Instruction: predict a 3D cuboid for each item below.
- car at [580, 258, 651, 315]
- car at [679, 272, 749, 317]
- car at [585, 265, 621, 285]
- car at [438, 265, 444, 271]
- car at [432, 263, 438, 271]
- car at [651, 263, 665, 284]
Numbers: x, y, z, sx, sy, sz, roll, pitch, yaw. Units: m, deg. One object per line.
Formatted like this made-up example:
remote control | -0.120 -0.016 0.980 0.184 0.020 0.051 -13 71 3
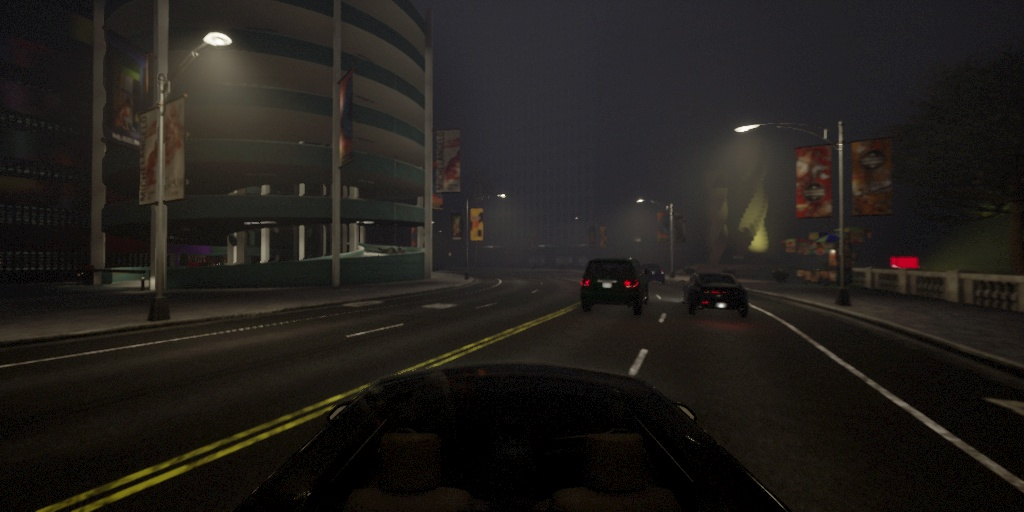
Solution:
car | 4.314 1.104 14.708 2.150 2.045 5.566 0 0 24
car | 7.808 1.380 14.099 1.837 1.490 4.892 0 0 22
car | 7.682 1.546 30.825 1.837 1.490 4.892 0 0 0
car | -14.583 1.914 63.675 5.357 1.411 2.033 0 -1 31
car | -15.114 1.853 59.808 4.674 1.442 1.812 -1 -1 34
car | 11.170 1.388 30.557 2.097 1.767 4.553 0 -1 0
